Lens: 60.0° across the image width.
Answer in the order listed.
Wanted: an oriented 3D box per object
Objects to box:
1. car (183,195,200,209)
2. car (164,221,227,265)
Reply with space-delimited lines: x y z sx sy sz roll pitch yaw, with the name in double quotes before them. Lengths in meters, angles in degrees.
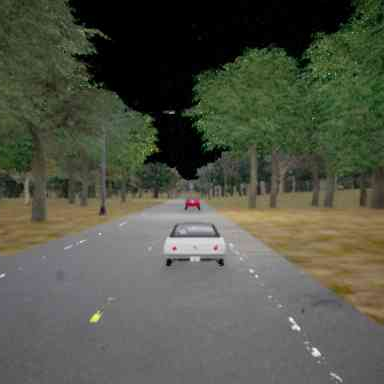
"car" 0.093 1.542 50.654 2.150 2.045 5.566 0 0 0
"car" 0.095 1.690 11.951 1.895 1.301 4.718 0 0 0
